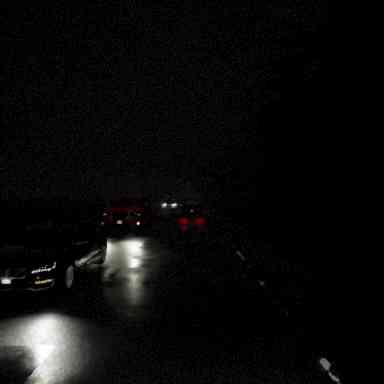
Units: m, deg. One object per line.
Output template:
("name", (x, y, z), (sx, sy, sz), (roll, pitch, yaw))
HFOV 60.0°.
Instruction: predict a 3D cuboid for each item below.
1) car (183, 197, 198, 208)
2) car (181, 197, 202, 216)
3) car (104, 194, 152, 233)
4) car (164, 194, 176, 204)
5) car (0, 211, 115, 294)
("car", (-0.132, 1.379, 44.150), (1.895, 1.301, 4.718), (0, 1, 0))
("car", (-0.024, 1.406, 30.650), (1.812, 1.442, 4.674), (0, 0, 0))
("car", (-3.662, 1.166, 19.641), (2.150, 2.045, 5.566), (0, 0, 0))
("car", (-3.742, 1.144, 56.872), (1.882, 1.535, 5.008), (0, 0, 0))
("car", (-3.630, 1.489, 8.920), (1.837, 1.490, 4.892), (0, 0, 0))
